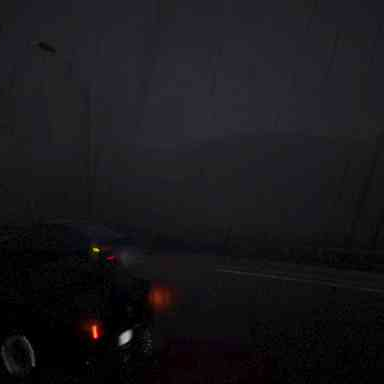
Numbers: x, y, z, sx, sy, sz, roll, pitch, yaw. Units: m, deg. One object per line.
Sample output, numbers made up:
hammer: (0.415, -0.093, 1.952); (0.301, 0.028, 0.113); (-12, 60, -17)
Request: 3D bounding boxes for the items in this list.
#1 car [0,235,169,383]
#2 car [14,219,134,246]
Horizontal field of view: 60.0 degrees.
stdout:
car: (-2.836, 1.599, 5.311); (4.718, 1.301, 1.895); (0, 0, 27)
car: (-3.832, 1.517, 9.508); (4.674, 1.442, 1.812); (0, 0, 24)
